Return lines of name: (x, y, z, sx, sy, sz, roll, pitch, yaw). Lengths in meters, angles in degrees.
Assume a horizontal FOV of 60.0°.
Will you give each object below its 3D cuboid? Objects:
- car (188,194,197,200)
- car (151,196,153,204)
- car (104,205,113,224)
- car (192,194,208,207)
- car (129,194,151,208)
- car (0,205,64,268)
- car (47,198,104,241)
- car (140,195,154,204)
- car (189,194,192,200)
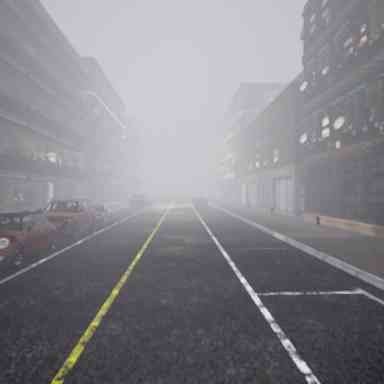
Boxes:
car: (0.137, 1.147, 78.736, 2.008, 1.369, 4.403, 0, 0, -2)
car: (-7.310, 1.226, 50.298, 1.967, 1.590, 4.097, 0, 0, -2)
car: (-6.381, 1.507, 22.133, 1.802, 1.307, 4.206, 0, 0, -2)
car: (1.246, 1.290, 45.108, 1.752, 1.417, 4.829, 0, 0, -2)
car: (-7.124, 1.129, 44.665, 2.192, 1.841, 5.009, 0, 0, -2)
car: (-6.009, 1.419, 10.866, 1.967, 1.590, 4.097, 0, 0, -2)
car: (-6.195, 1.267, 16.498, 2.192, 1.841, 5.009, 0, 0, -2)
car: (-7.495, 1.302, 55.932, 1.887, 1.381, 4.507, 0, 0, -2)
car: (0.880, 1.254, 56.204, 1.887, 1.381, 4.507, 0, 0, -2)
